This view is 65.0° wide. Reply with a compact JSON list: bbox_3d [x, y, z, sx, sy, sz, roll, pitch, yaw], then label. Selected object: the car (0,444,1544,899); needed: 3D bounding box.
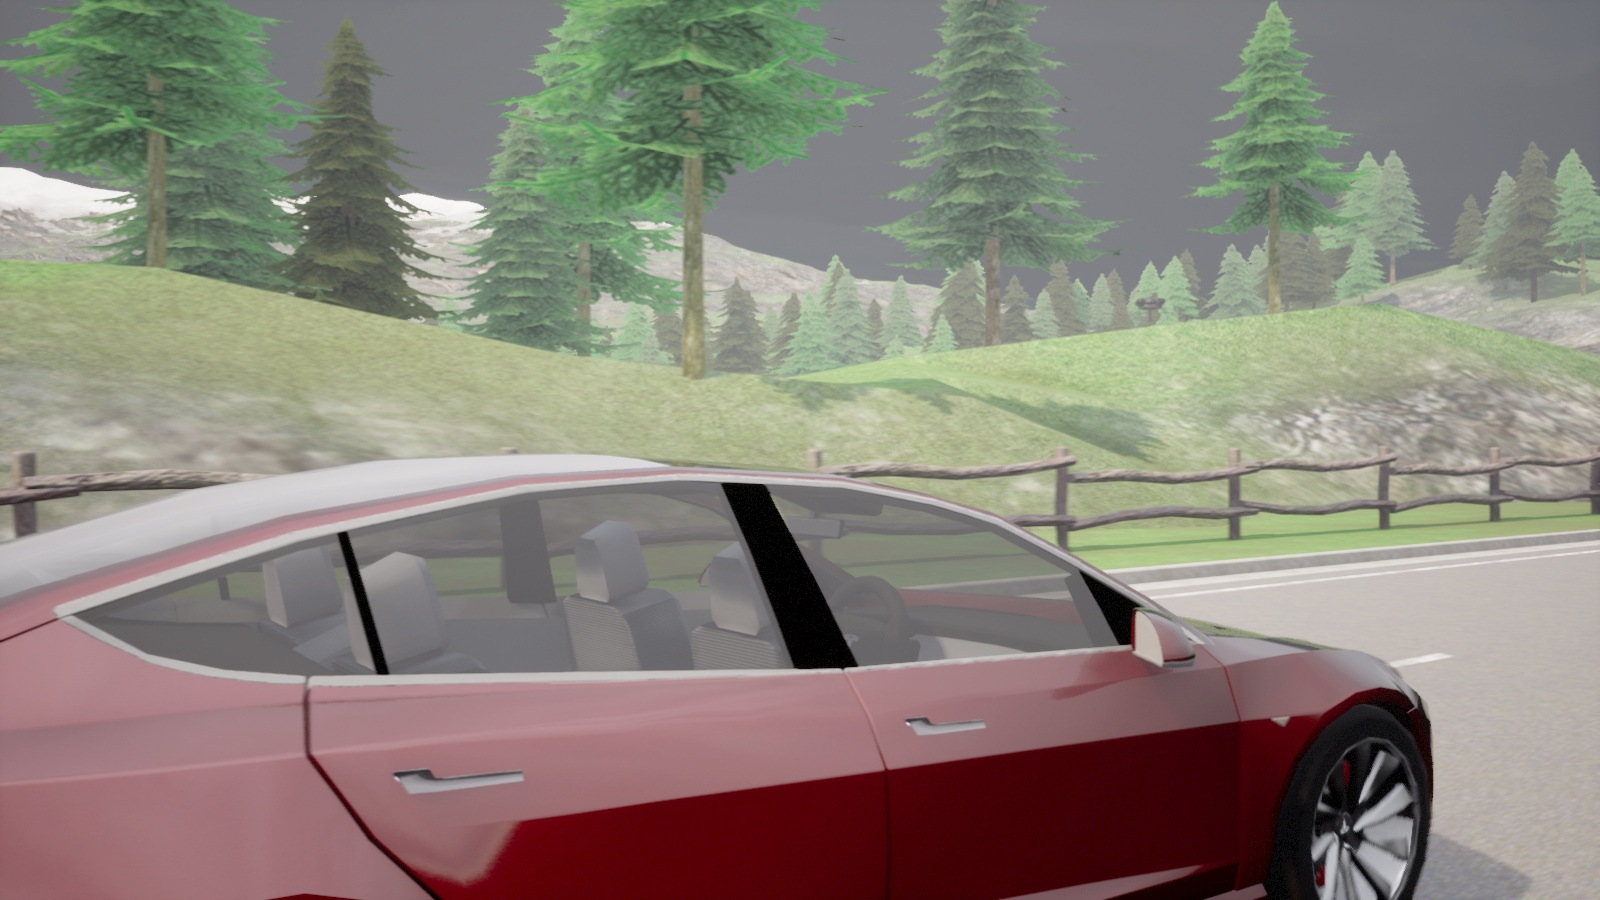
[{"bbox_3d":[-0.230,0.744,3.499,4.792,1.488,2.163,0,0,-35],"label":"car"}]
